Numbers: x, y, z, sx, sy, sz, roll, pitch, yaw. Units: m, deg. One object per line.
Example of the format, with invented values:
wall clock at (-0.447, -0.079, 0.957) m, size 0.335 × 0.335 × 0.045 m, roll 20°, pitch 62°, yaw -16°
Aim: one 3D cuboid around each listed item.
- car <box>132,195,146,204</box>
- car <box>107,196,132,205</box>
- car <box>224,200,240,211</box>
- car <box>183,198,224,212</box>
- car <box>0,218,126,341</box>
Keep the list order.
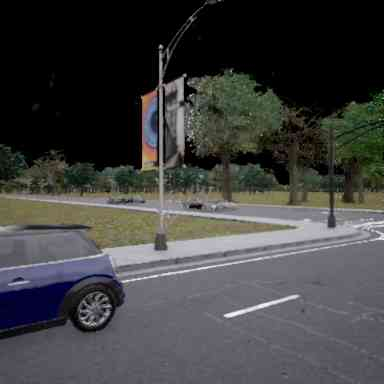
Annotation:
car at (-9.807, 1.362, 57.886) m, size 1.837 × 1.490 × 4.892 m, roll 0°, pitch 0°, yaw -36°
car at (-12.687, 1.401, 56.326) m, size 2.033 × 1.411 × 5.357 m, roll 0°, pitch 0°, yaw -36°
car at (3.414, 1.512, 39.597) m, size 1.895 × 1.301 × 4.718 m, roll 0°, pitch 0°, yaw -36°
car at (0.949, 1.405, 37.459) m, size 2.128 × 1.511 × 4.902 m, roll 0°, pitch 0°, yaw -36°
car at (-3.457, 1.352, 5.199) m, size 4.553 × 1.767 × 2.097 m, roll 0°, pitch 0°, yaw -35°
